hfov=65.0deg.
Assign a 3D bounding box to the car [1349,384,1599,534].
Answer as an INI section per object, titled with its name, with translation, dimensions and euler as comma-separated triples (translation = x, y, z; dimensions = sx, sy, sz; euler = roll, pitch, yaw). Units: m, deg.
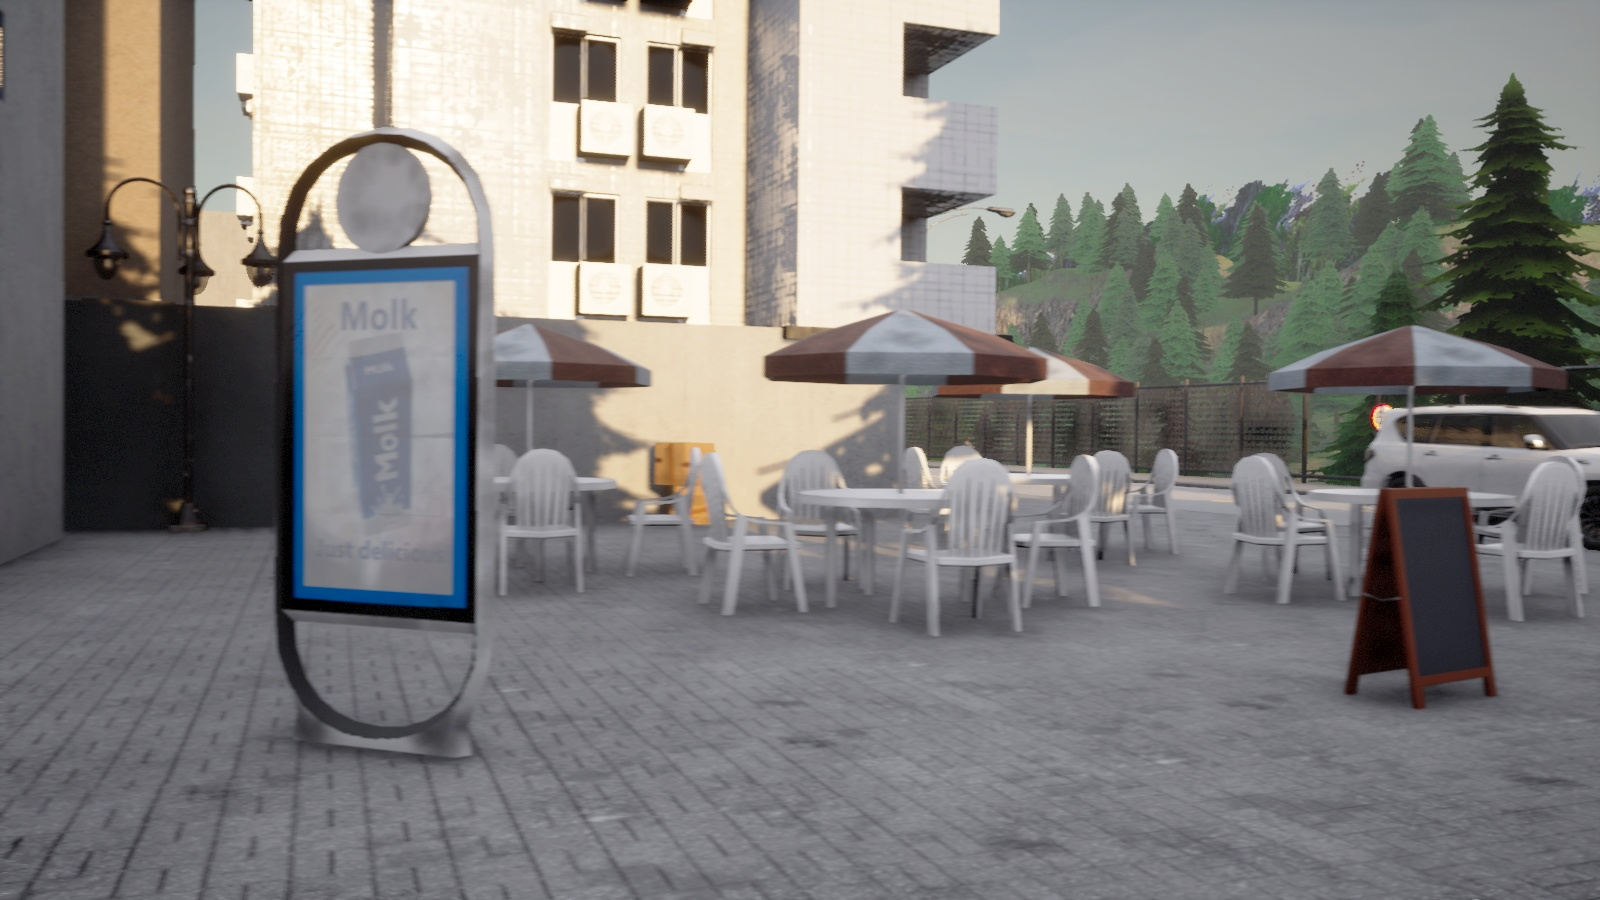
[car]
translation = 11.279, 0.086, 19.003
dimensions = 2.150, 2.045, 5.566
euler = -1, 1, -21
